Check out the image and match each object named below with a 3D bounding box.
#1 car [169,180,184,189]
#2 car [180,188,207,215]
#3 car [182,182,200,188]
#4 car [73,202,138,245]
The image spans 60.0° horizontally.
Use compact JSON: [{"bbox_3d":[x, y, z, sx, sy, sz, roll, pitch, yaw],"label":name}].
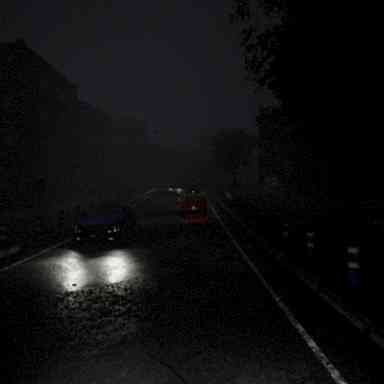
[{"bbox_3d":[-2.423,-1.358,58.391,1.812,1.442,4.674,0,4,16],"label":"car"},{"bbox_3d":[0.109,0.807,25.503,1.882,1.535,5.008,0,3,0],"label":"car"},{"bbox_3d":[0.119,-0.242,42.968,1.994,1.385,4.181,0,4,0],"label":"car"},{"bbox_3d":[-3.595,1.259,14.555,1.882,1.535,5.008,0,2,0],"label":"car"}]
